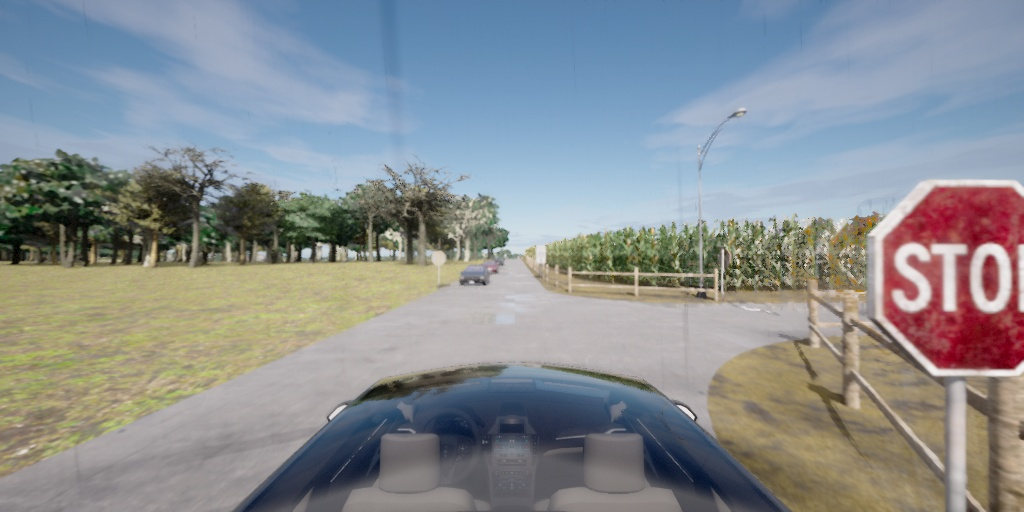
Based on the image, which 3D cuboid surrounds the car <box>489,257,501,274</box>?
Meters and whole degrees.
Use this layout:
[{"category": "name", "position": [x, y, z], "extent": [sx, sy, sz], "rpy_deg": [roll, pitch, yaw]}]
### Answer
[{"category": "car", "position": [-2.484, 1.240, 39.971], "extent": [1.812, 1.442, 4.674], "rpy_deg": [0, 1, 1]}]

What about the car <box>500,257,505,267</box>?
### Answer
[{"category": "car", "position": [-2.232, 0.965, 60.265], "extent": [1.837, 1.490, 4.892], "rpy_deg": [0, 0, 1]}]

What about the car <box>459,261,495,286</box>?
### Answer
[{"category": "car", "position": [-2.605, 1.342, 26.140], "extent": [2.033, 1.411, 5.357], "rpy_deg": [0, 0, 1]}]
